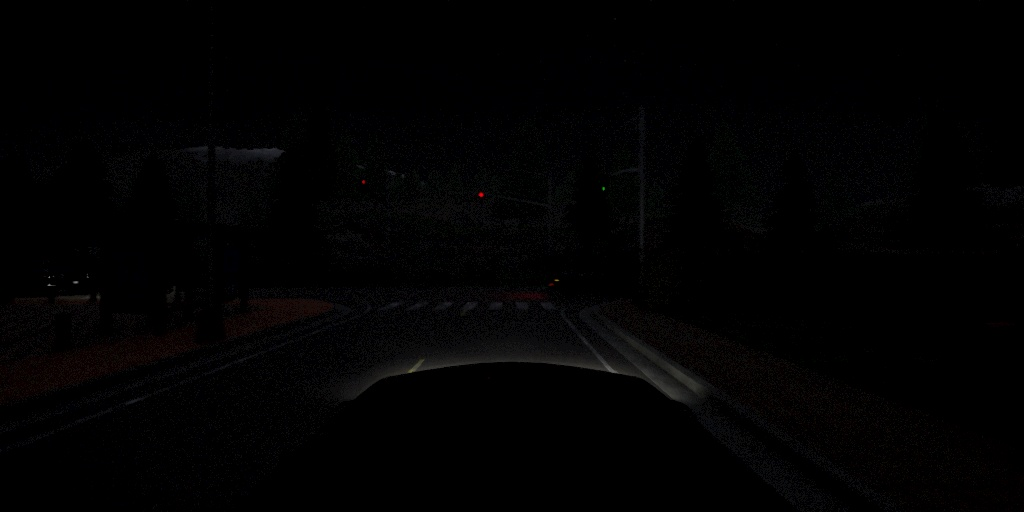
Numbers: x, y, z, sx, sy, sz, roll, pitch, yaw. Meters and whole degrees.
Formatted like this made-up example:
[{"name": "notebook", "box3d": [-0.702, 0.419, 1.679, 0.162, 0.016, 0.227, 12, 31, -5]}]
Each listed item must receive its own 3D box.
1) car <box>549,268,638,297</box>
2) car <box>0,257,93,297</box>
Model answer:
[{"name": "car", "box3d": [4.295, 1.378, 19.016, 4.674, 1.442, 1.812, 0, 0, 1]}, {"name": "car", "box3d": [-26.133, 1.077, 19.229, 5.566, 2.045, 2.150, 0, 0, 0]}]
